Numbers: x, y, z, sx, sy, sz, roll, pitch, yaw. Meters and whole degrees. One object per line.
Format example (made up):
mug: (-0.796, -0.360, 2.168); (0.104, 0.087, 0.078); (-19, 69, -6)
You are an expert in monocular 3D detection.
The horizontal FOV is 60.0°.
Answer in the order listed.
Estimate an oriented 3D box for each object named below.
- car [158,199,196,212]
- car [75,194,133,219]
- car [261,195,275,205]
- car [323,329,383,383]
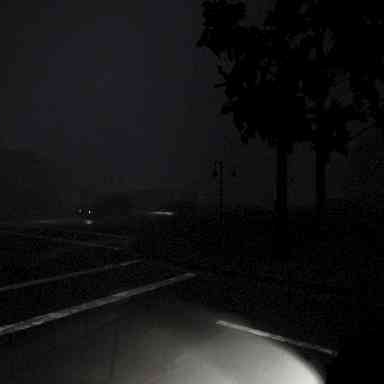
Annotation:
car: (-1.653, 1.548, 39.050); (2.033, 1.411, 5.357); (0, 0, 34)
car: (-7.765, 1.222, 30.031); (2.150, 2.045, 5.566); (0, 0, 35)
car: (13.856, 1.347, 60.760); (2.097, 1.767, 4.553); (0, 0, 7)
car: (2.915, 1.564, 1.894); (4.181, 1.385, 1.994); (0, 0, 36)
